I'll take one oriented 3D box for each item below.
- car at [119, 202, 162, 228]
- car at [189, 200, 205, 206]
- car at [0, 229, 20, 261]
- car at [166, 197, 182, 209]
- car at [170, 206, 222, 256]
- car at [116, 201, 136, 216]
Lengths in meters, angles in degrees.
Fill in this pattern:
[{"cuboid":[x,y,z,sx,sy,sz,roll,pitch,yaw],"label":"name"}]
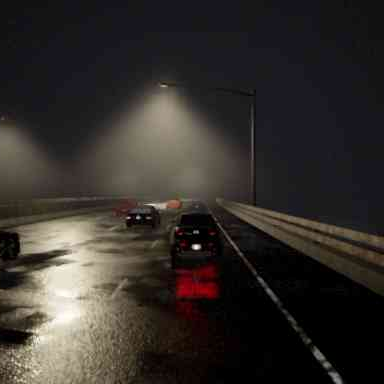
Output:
[{"cuboid":[-3.240,1.641,22.831,2.033,1.411,5.357,0,0,1],"label":"car"},{"cuboid":[0.661,1.754,42.701,1.994,1.385,4.181,0,0,1],"label":"car"},{"cuboid":[-6.865,1.525,9.585,2.128,1.511,4.902,0,0,0],"label":"car"},{"cuboid":[-2.628,1.583,50.341,2.097,1.767,4.553,0,0,2],"label":"car"},{"cuboid":[0.165,1.560,13.434,1.837,1.490,4.892,0,0,0],"label":"car"},{"cuboid":[-6.527,1.624,34.718,1.882,1.535,5.008,0,0,1],"label":"car"}]
